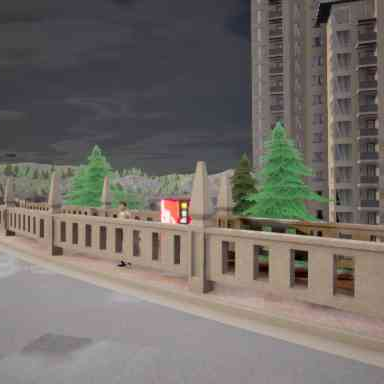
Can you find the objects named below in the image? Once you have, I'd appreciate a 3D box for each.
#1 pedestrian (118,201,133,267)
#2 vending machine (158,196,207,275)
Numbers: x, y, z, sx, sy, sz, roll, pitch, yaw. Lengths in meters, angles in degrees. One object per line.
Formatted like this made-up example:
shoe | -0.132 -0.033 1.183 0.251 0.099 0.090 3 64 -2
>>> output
pedestrian | -1.904 1.135 9.308 0.375 1.860 0.375 -1 -1 41
vending machine | -0.263 1.188 9.718 0.880 2.100 1.100 -1 0 40
